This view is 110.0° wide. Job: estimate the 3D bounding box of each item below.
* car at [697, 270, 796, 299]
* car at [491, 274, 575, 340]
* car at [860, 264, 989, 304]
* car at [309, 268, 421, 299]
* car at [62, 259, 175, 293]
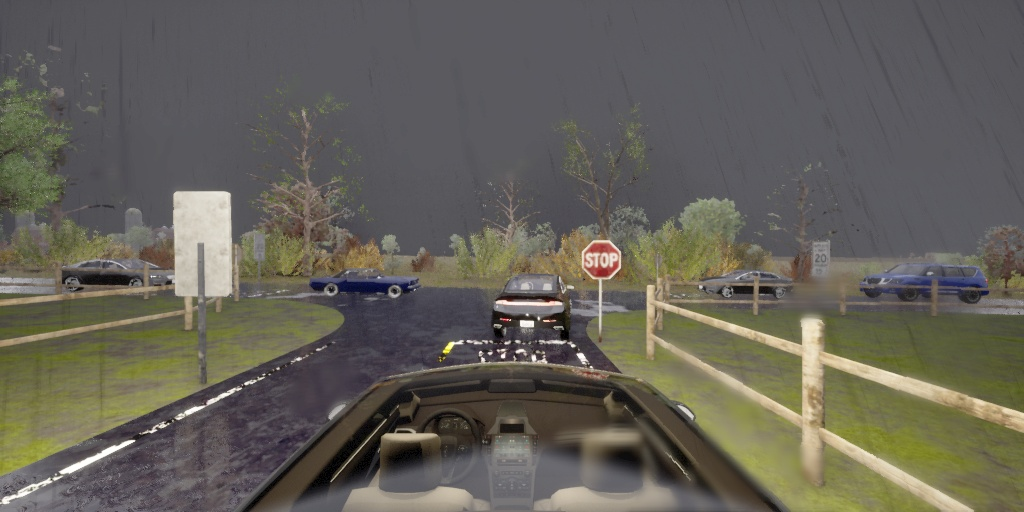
[{"bbox_3d":[13.002,1.525,20.025,4.902,1.511,2.128,1,1,0],"label":"car"},{"bbox_3d":[0.705,1.240,10.065,2.128,1.511,4.902,0,0,9],"label":"car"},{"bbox_3d":[22.897,1.466,20.015,5.566,2.045,2.150,1,1,0],"label":"car"},{"bbox_3d":[-6.824,1.248,17.095,4.718,1.301,1.895,1,1,0],"label":"car"},{"bbox_3d":[-18.492,0.885,17.111,4.902,1.511,2.128,1,1,0],"label":"car"}]
